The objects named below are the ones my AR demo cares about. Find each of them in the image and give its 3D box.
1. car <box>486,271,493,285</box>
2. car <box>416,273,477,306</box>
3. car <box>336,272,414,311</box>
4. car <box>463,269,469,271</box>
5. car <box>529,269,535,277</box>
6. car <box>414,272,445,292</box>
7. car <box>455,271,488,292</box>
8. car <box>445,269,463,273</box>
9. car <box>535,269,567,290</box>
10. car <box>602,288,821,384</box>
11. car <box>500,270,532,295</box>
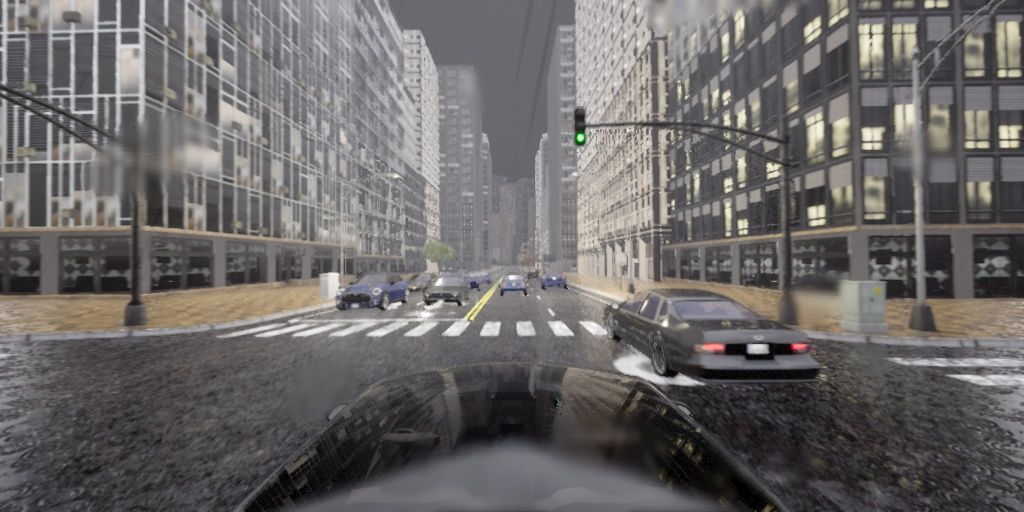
[{"bbox_3d":[-3.221,2.373,39.417,1.812,1.442,4.674,-1,-2,0],"label":"car"},{"bbox_3d":[-3.332,1.815,19.451,2.033,1.411,5.357,-1,-2,0],"label":"car"},{"bbox_3d":[-6.617,1.593,17.475,2.097,1.767,4.553,-1,-2,1],"label":"car"},{"bbox_3d":[-6.465,2.434,46.494,2.097,1.767,4.553,-1,-2,0],"label":"car"},{"bbox_3d":[3.356,2.722,55.398,1.882,1.535,5.008,-1,-1,0],"label":"car"},{"bbox_3d":[-6.569,2.011,26.564,1.837,1.490,4.892,-1,-2,0],"label":"car"},{"bbox_3d":[-3.307,2.152,29.206,1.895,1.301,4.718,-1,-2,0],"label":"car"},{"bbox_3d":[-6.506,2.337,36.358,2.033,1.411,5.357,-1,-2,0],"label":"car"},{"bbox_3d":[3.371,1.885,30.749,2.097,1.767,4.553,-1,-2,0],"label":"car"},{"bbox_3d":[3.365,1.375,7.419,2.033,1.411,5.357,0,-1,0],"label":"car"},{"bbox_3d":[0.118,1.962,25.630,2.033,1.411,5.357,-1,-2,0],"label":"car"}]
